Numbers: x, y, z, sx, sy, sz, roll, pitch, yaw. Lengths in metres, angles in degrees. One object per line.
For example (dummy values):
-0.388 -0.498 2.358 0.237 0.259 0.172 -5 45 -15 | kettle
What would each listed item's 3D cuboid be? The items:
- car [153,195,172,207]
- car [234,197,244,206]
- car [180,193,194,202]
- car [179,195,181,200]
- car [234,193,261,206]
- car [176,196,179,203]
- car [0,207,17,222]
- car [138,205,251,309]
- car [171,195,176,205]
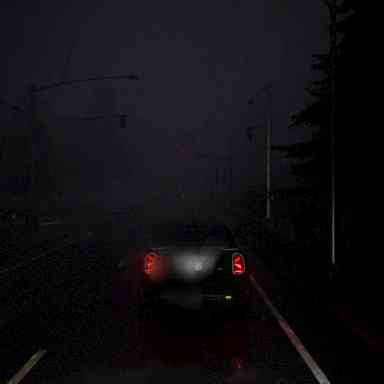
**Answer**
-3.986 1.496 43.622 1.812 1.442 4.674 0 0 0 | car
8.915 1.144 48.761 4.605 1.855 1.932 0 0 -1 | car
-0.841 1.555 73.411 1.895 1.301 4.718 0 0 -7 | car
-2.115 1.158 83.545 2.097 1.767 4.553 0 0 -13 | car
8.504 1.146 51.272 3.866 1.878 1.905 0 0 -1 | car
-4.109 1.323 64.927 2.097 1.767 4.553 0 0 -1 | car
-15.255 1.476 23.979 4.902 1.511 2.128 0 0 1 | car
0.072 1.352 8.047 2.097 1.767 4.553 0 0 1 | car
-4.051 1.475 53.995 1.837 1.490 4.892 0 0 0 | car
